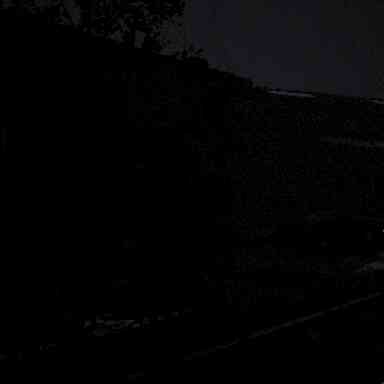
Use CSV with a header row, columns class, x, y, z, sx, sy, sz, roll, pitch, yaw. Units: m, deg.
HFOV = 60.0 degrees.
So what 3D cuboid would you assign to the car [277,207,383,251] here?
class,x,y,z,sx,sy,sz,roll,pitch,yaw
car,5.801,1.452,14.106,5.008,1.535,2.097,0,0,-32
